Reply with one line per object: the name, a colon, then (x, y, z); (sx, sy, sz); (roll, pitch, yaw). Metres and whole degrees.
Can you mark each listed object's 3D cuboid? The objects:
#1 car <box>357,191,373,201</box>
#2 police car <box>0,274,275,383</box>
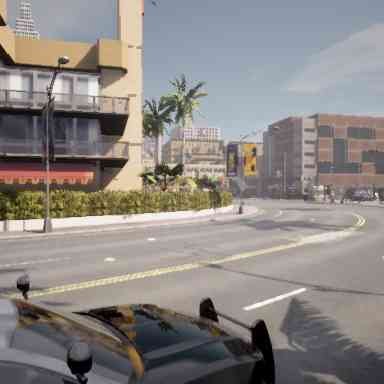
car: (36.778, 1.211, 72.348); (2.185, 1.767, 4.553); (0, 0, -14)
police car: (-1.542, 1.417, 2.179); (5.238, 1.638, 1.930); (0, 0, -36)
